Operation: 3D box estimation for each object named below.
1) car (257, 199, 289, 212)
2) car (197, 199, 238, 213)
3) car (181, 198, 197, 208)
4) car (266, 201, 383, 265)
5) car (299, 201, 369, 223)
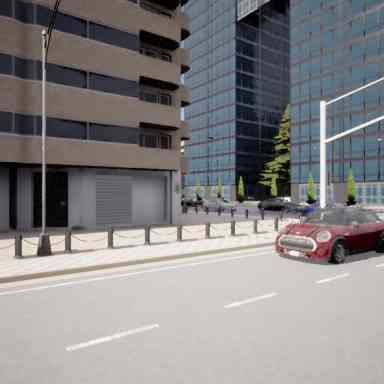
[{"bbox_3d":[8.937,1.436,34.151,2.128,1.511,4.902,0,0,-36],"label":"car"},{"bbox_3d":[2.991,1.470,36.464,1.812,1.442,4.674,0,0,-35],"label":"car"},{"bbox_3d":[-0.026,1.546,46.836,1.895,1.301,4.718,0,0,-35],"label":"car"},{"bbox_3d":[5.075,1.352,11.853,4.553,1.767,2.097,0,0,-36],"label":"car"},{"bbox_3d":[10.819,1.472,25.636,1.812,1.442,4.674,0,0,-36],"label":"car"}]
